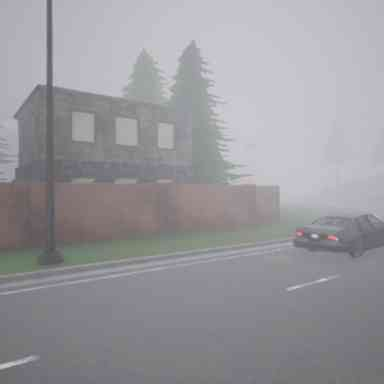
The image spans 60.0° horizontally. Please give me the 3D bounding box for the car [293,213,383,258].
[{"bbox_3d":[6.009,1.493,12.517,5.357,1.411,2.033,0,0,-38],"label":"car"}]
